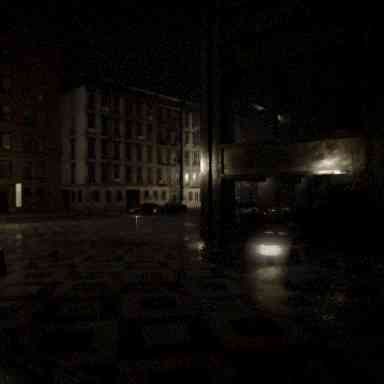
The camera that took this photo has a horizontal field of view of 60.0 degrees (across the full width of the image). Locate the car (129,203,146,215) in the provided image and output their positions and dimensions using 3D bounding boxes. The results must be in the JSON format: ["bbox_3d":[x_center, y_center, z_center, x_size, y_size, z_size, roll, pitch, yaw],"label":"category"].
[{"bbox_3d":[-5.736,2.057,41.961,1.812,1.442,4.674,0,-1,43],"label":"car"}]

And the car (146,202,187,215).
[{"bbox_3d":[-2.672,2.011,40.485,2.128,1.511,4.902,0,-1,43],"label":"car"}]
